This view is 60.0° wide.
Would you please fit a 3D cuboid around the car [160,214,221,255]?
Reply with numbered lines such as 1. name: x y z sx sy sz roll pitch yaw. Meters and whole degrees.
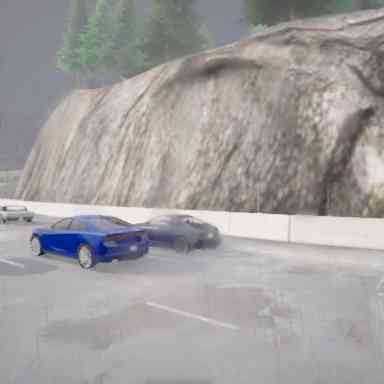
1. car: -0.875 1.585 13.586 4.181 1.385 1.994 0 0 39

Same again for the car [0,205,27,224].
1. car: -13.669 1.624 25.071 4.718 1.301 1.895 0 0 45

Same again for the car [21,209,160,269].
1. car: -3.630 1.491 11.321 5.008 1.535 1.882 0 0 39
